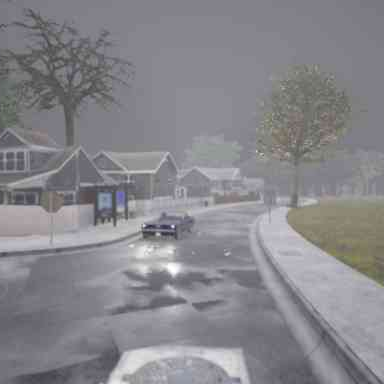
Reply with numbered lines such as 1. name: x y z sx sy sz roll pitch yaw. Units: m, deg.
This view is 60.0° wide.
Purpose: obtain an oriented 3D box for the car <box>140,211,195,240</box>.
1. car: -1.167 1.720 17.978 1.895 1.301 4.718 0 0 12
